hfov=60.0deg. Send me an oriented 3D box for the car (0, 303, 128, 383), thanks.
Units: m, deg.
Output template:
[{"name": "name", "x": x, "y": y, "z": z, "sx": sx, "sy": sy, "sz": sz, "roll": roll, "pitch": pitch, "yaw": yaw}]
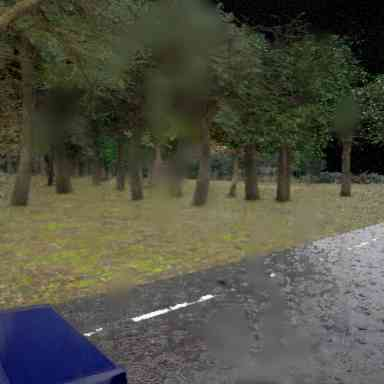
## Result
[{"name": "car", "x": -2.808, "y": 1.487, "z": 1.624, "sx": 4.718, "sy": 1.301, "sz": 1.895, "roll": 0, "pitch": 2, "yaw": -41}]
